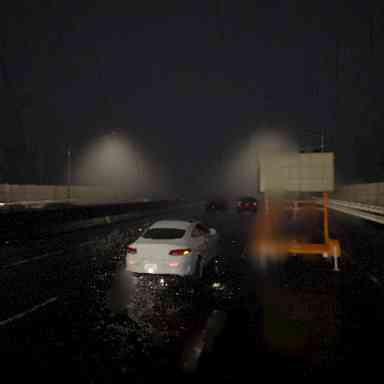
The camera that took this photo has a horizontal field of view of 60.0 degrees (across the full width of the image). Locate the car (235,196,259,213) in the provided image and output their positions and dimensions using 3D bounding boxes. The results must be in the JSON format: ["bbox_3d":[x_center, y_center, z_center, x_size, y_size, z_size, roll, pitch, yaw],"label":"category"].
[{"bbox_3d":[6.162,1.311,36.044,2.097,1.767,4.553,-1,0,14],"label":"car"}]

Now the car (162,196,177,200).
[{"bbox_3d":[-4.484,1.579,66.206,1.882,1.535,5.008,-1,0,15],"label":"car"}]

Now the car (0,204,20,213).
[{"bbox_3d":[-14.270,1.690,27.224,2.033,1.411,5.357,-1,0,14],"label":"car"}]

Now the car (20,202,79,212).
[{"bbox_3d":[-10.841,1.587,26.513,1.882,1.535,5.008,-1,0,14],"label":"car"}]

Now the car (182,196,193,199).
[{"bbox_3d":[-0.885,1.546,66.167,1.882,1.535,5.008,-1,0,14],"label":"car"}]

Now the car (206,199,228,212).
[{"bbox_3d":[2.834,1.469,37.158,1.882,1.535,5.008,-1,0,14],"label":"car"}]

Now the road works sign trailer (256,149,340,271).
[{"bbox_3d":[3.415,0.434,10.965,2.380,3.560,2.880,-1,0,14],"label":"road works sign trailer"}]

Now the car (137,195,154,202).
[{"bbox_3d":[-8.811,1.488,63.380,2.097,1.767,4.553,-1,0,15],"label":"car"}]

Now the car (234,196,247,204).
[{"bbox_3d":[9.251,1.450,62.938,1.882,1.535,5.008,-1,-1,14],"label":"car"}]

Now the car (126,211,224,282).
[{"bbox_3d":[-0.370,1.531,9.801,1.812,1.442,4.674,-1,0,14],"label":"car"}]
